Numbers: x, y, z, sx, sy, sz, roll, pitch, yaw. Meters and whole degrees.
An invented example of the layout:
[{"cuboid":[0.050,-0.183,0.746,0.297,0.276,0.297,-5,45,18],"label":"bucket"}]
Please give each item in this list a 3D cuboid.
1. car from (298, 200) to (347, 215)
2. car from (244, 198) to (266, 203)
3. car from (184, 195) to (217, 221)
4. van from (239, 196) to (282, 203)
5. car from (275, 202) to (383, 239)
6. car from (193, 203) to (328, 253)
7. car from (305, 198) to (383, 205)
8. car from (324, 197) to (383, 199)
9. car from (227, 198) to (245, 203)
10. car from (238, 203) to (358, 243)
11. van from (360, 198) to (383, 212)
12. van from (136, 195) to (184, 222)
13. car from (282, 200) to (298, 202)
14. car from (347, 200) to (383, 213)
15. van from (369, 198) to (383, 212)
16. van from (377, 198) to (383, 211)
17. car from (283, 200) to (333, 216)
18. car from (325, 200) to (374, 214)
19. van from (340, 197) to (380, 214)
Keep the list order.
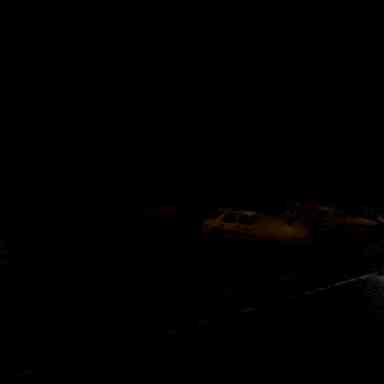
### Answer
[{"cuboid":[15.317,1.813,39.254,2.231,1.521,4.892,1,-1,-36],"label":"car"},{"cuboid":[4.041,1.596,31.211,2.231,1.521,4.892,1,-1,-35],"label":"car"},{"cuboid":[-0.482,1.264,28.027,2.435,2.045,5.566,1,0,-35],"label":"car"},{"cuboid":[6.228,1.412,32.922,1.878,1.987,4.442,1,-1,-35],"label":"van"},{"cuboid":[6.941,1.514,17.229,2.097,1.535,5.008,1,-1,-35],"label":"car"},{"cuboid":[2.542,1.463,13.856,1.946,1.575,5.366,1,0,-35],"label":"car"},{"cuboid":[9.189,1.425,18.863,2.185,1.767,4.553,1,-1,-35],"label":"car"},{"cuboid":[11.481,1.340,20.425,2.435,2.045,5.566,1,-1,-35],"label":"car"},{"cuboid":[1.892,1.550,29.459,1.946,1.575,5.366,1,-1,-36],"label":"car"},{"cuboid":[4.685,1.487,15.619,2.231,1.521,4.892,1,0,-35],"label":"car"},{"cuboid":[26.538,1.817,47.120,1.878,1.987,4.442,2,-1,-35],"label":"van"},{"cuboid":[-2.889,1.261,26.420,1.878,1.987,4.442,1,0,-35],"label":"van"},{"cuboid":[8.568,1.556,34.408,2.185,1.767,4.553,1,-1,-35],"label":"car"},{"cuboid":[24.330,1.986,45.695,2.097,1.535,5.008,1,-1,-35],"label":"car"},{"cuboid":[28.765,1.909,48.995,1.878,1.987,4.442,2,-1,-35],"label":"van"},{"cuboid":[30.917,1.993,50.530,1.878,1.987,4.442,2,-1,-35],"label":"van"},{"cuboid":[13.062,1.769,37.646,2.097,1.535,5.008,1,-1,-35],"label":"car"},{"cuboid":[19.932,1.896,42.325,1.946,1.575,5.366,1,-1,-36],"label":"car"},{"cuboid":[22.149,1.717,43.990,1.878,1.987,4.442,1,-1,-35],"label":"van"}]
